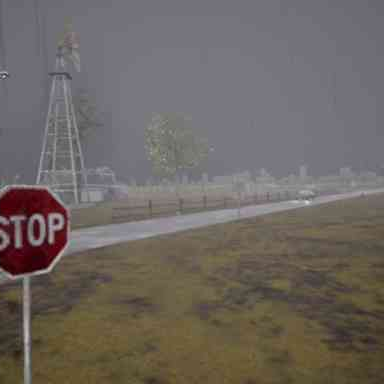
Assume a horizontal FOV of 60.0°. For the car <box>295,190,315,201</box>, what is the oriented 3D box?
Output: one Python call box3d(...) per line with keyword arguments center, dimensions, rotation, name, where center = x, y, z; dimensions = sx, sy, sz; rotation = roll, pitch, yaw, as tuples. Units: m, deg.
box3d(center=(16.408, 0.460, 48.310), dimensions=(1.812, 1.442, 4.674), rotation=(-2, 0, 36), name="car")
